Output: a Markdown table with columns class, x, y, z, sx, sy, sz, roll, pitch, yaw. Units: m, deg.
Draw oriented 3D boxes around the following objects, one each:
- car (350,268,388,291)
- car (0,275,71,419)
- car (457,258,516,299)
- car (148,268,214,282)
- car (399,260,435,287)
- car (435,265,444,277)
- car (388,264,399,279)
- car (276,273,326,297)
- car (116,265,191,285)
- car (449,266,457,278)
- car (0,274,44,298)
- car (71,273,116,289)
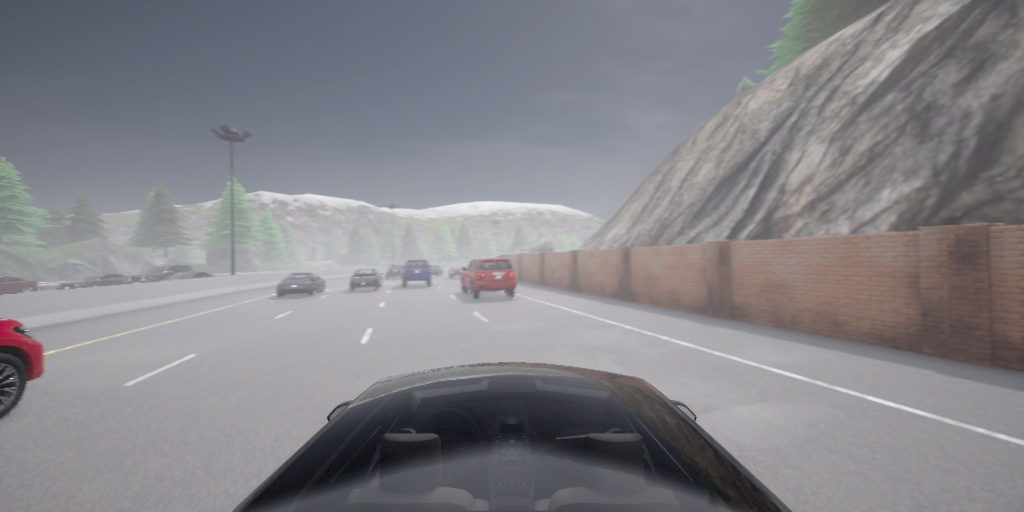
| class | x | y | z | sx | sy | sz | roll | pitch | yaw |
| --- | --- | --- | --- | --- | --- | --- | --- | --- | --- |
| car | -10.555 | 1.661 | 26.222 | 2.128 | 1.511 | 4.902 | -1 | 0 | -15 |
| car | -7.158 | 1.119 | 2.623 | 2.150 | 2.045 | 5.566 | -1 | 0 | -17 |
| car | -1.429 | 1.158 | 19.924 | 2.150 | 2.045 | 5.566 | -1 | -1 | -17 |
| car | -25.630 | 1.987 | 28.407 | 1.837 | 1.490 | 4.892 | -1 | -1 | -12 |
| car | -7.661 | 1.350 | 28.872 | 2.150 | 2.045 | 5.566 | -1 | -2 | -15 |
| car | -9.714 | 1.839 | 44.413 | 1.812 | 1.442 | 4.674 | -1 | -1 | -1 |
| car | -13.118 | 1.709 | 41.938 | 2.097 | 1.767 | 4.553 | -1 | 0 | -4 |
| car | -13.227 | 1.754 | 22.716 | 1.994 | 1.385 | 4.181 | -1 | 0 | -17 |
| car | -29.607 | 1.798 | 30.389 | 2.150 | 2.045 | 5.566 | -1 | -1 | -10 |
| car | -6.066 | 1.813 | 40.962 | 1.895 | 1.301 | 4.718 | -1 | -1 | -4 |
| car | -35.412 | 2.109 | 24.191 | 1.882 | 1.535 | 5.008 | -1 | 0 | -13 |
| car | -32.761 | 2.124 | 28.395 | 1.837 | 1.490 | 4.892 | -1 | -1 | -11 |
